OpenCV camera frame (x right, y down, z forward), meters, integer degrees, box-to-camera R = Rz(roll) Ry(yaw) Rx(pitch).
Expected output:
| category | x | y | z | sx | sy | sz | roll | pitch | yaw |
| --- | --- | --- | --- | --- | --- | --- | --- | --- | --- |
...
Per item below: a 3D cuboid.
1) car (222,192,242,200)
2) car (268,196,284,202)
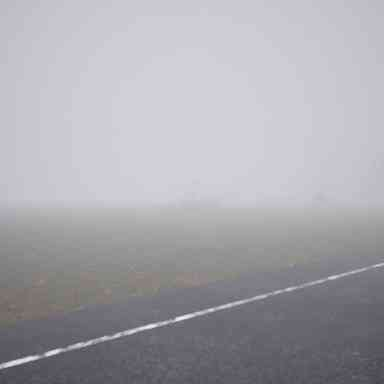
| category | x | y | z | sx | sy | sz | roll | pitch | yaw |
| --- | --- | --- | --- | --- | --- | --- | --- | --- | --- |
| car | 9.684 | 0.950 | 79.886 | 2.150 | 2.045 | 5.566 | 0 | 0 | -34 |
| car | 16.953 | 1.412 | 69.168 | 1.994 | 1.385 | 4.181 | 0 | 0 | -34 |
